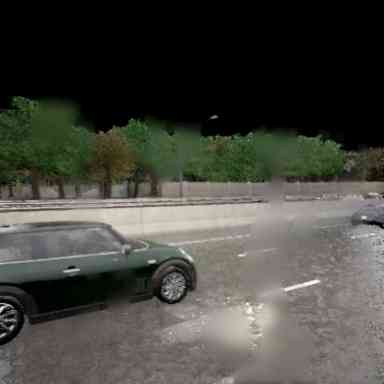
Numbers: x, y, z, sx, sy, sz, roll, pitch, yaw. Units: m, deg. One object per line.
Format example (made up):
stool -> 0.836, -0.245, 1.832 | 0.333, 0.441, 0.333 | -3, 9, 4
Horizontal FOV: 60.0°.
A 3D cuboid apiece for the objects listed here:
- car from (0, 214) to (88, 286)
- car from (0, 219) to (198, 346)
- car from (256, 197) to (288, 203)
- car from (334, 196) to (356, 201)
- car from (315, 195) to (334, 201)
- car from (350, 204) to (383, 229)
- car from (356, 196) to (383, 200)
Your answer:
car -> -5.451, 1.482, 8.454 | 5.008, 1.535, 1.882 | 0, 0, -36
car -> -2.091, 1.344, 6.550 | 4.553, 1.767, 2.097 | 0, 0, -36
car -> 11.065, 1.396, 46.119 | 4.718, 1.301, 1.895 | 0, 0, -35
car -> 21.703, 1.266, 45.013 | 4.674, 1.442, 1.812 | 0, 0, -35
car -> 19.657, 1.219, 47.852 | 5.008, 1.535, 1.882 | 0, 0, -35
car -> 11.723, 1.437, 20.661 | 4.181, 1.385, 1.994 | 0, 0, -35
car -> 23.031, 1.345, 41.680 | 4.718, 1.301, 1.895 | 0, 0, -35
